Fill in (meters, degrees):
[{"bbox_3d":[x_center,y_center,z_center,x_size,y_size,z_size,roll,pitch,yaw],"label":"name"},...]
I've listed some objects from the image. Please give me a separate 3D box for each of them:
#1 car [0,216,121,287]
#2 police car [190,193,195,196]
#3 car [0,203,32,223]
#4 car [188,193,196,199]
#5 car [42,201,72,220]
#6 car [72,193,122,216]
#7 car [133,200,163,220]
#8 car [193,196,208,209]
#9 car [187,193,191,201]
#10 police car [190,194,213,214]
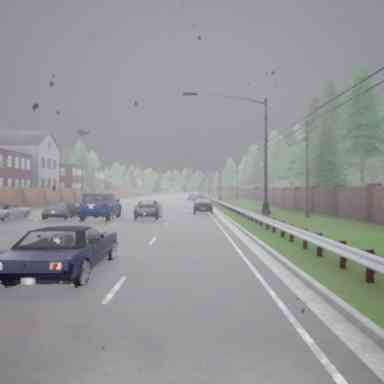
[{"bbox_3d":[-3.399,1.561,9.132,1.895,1.301,4.718,0,0,0],"label":"car"},{"bbox_3d":[1.052,1.213,49.068,1.930,1.638,5.238,0,0,0],"label":"police car"},{"bbox_3d":[-13.896,1.493,24.767,1.895,1.301,4.718,0,0,0],"label":"car"},{"bbox_3d":[0.005,0.996,83.698,1.882,1.535,5.008,0,0,0],"label":"car"},{"bbox_3d":[-10.398,1.447,26.861,1.994,1.385,4.181,0,0,0],"label":"car"},{"bbox_3d":[-6.898,1.111,25.400,2.150,2.045,5.566,0,0,0],"label":"car"},{"bbox_3d":[-3.399,1.377,26.342,2.128,1.511,4.902,0,0,0],"label":"car"},{"bbox_3d":[1.052,1.320,42.959,1.837,1.490,4.892,0,0,0],"label":"car"},{"bbox_3d":[0.004,1.124,68.640,1.994,1.385,4.181,0,0,0],"label":"car"},{"bbox_3d":[1.052,1.282,33.068,1.930,1.638,5.238,0,0,0],"label":"police car"}]
